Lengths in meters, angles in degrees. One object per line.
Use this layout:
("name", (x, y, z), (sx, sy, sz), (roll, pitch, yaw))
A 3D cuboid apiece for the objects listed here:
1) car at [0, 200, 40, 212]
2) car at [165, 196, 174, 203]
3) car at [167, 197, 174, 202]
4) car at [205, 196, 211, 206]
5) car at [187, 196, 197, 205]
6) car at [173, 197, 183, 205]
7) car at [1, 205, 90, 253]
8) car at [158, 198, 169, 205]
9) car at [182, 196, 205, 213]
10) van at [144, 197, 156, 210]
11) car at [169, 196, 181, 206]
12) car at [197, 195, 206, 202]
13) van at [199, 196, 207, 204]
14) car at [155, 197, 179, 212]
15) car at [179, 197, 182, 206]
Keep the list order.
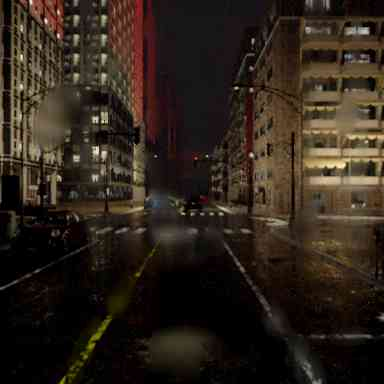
("car", (-13.537, 1.422, 27.379), (4.902, 1.511, 2.128), (1, 0, -3))
("car", (-5.786, 1.963, 85.164), (1.967, 1.590, 4.097), (0, 0, 0))
("car", (-5.792, 2.084, 90.545), (1.752, 1.417, 4.829), (0, 0, 0))
("car", (2.619, 1.695, 62.973), (2.192, 1.841, 5.009), (0, 0, 0))
("car", (-0.015, 1.787, 71.389), (2.097, 1.767, 4.553), (0, 0, 0))
("car", (-3.080, 1.920, 72.706), (1.882, 1.535, 5.008), (0, 0, 0))
("car", (-5.707, 1.520, 13.835), (1.967, 1.590, 4.097), (0, 0, 0))
("car", (-5.767, 1.939, 68.342), (1.752, 1.417, 4.829), (0, 0, 0))
("car", (0.168, 1.464, 41.296), (2.150, 2.045, 5.566), (0, 0, 0))
("van", (-5.743, 1.616, 46.310), (1.690, 1.788, 3.998), (0, 0, 0))
("car", (-3.120, 1.727, 62.262), (2.097, 1.767, 4.553), (0, 0, 0))
("car", (2.588, 1.875, 90.726), (2.192, 1.841, 5.009), (0, 0, 0))
("van", (2.600, 1.828, 79.625), (1.690, 1.788, 3.998), (0, 0, 0))
("car", (-3.178, 1.610, 43.581), (2.097, 1.767, 4.553), (0, 0, 1))
("car", (-3.146, 1.665, 52.370), (2.097, 1.767, 4.553), (0, 0, 0))
